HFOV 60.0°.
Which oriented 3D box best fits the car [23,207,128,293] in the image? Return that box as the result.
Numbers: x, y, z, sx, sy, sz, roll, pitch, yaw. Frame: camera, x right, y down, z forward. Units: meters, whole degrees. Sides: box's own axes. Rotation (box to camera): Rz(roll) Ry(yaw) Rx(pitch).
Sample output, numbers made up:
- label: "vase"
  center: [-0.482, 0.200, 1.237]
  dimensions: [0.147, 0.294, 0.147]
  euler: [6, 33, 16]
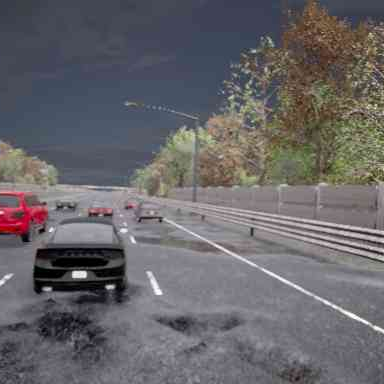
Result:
- label: "car"
  center: [-2.735, 1.403, 8.729]
  dimensions: [1.882, 1.535, 5.008]
  euler: [2, 0, -14]

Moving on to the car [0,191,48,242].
- label: "car"
  center: [-7.792, 0.968, 14.541]
  dimensions: [2.150, 2.045, 5.566]
  euler: [2, 0, -14]

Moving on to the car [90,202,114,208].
- label: "car"
  center: [-7.213, 1.420, 26.583]
  dimensions: [1.895, 1.301, 4.718]
  euler: [2, 0, -14]

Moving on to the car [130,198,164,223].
- label: "car"
  center: [-3.385, 1.515, 25.619]
  dimensions: [2.033, 1.411, 5.357]
  euler: [2, 0, -14]

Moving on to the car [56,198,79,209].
- label: "car"
  center: [-12.794, 1.233, 34.454]
  dimensions: [1.895, 1.301, 4.718]
  euler: [2, 0, -14]

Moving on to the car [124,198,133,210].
- label: "car"
  center: [-7.374, 1.447, 41.458]
  dimensions: [1.994, 1.385, 4.181]
  euler: [2, 0, -14]
